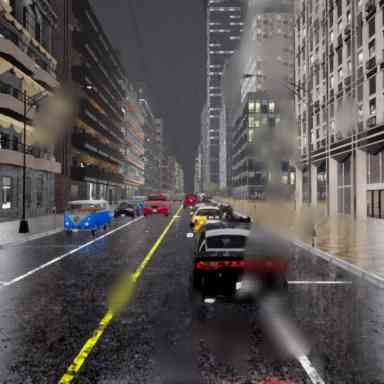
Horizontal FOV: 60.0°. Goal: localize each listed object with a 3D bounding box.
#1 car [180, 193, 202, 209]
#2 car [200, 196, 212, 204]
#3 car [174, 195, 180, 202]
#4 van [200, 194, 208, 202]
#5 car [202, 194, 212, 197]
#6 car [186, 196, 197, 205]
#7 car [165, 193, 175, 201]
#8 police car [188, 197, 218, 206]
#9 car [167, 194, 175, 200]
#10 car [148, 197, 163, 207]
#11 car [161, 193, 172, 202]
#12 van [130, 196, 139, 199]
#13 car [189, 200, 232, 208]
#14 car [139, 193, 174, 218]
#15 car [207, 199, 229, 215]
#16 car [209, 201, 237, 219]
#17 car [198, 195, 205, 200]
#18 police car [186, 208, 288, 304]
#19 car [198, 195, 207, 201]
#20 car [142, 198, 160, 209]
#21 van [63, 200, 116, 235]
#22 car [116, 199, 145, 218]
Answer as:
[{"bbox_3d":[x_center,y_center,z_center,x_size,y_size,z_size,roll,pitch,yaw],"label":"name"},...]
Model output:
[{"bbox_3d":[-0.033,1.209,45.675,2.150,2.045,5.566,0,0,1],"label":"car"},{"bbox_3d":[2.646,1.517,63.822,2.008,1.369,4.403,1,0,0],"label":"car"},{"bbox_3d":[-3.065,1.436,69.952,1.882,1.535,5.008,0,0,0],"label":"car"},{"bbox_3d":[2.649,1.292,75.218,1.690,1.788,3.998,1,0,0],"label":"van"},{"bbox_3d":[2.656,1.289,58.125,2.192,1.841,5.009,1,0,0],"label":"car"},{"bbox_3d":[-0.054,1.478,58.705,1.837,1.490,4.892,0,0,0],"label":"car"},{"bbox_3d":[-5.750,1.248,86.728,2.192,1.841,5.009,1,0,0],"label":"car"},{"bbox_3d":[0.877,1.425,24.366,1.930,1.638,5.238,0,0,0],"label":"police car"},{"bbox_3d":[-5.758,1.364,92.428,1.967,1.590,4.097,1,0,0],"label":"car"},{"bbox_3d":[-5.725,1.562,52.535,1.802,1.307,4.206,1,0,0],"label":"car"},{"bbox_3d":[-5.740,1.266,75.332,2.192,1.841,5.009,1,0,0],"label":"car"},{"bbox_3d":[-5.705,1.337,35.441,1.690,1.788,3.998,1,0,0],"label":"van"},{"bbox_3d":[0.882,1.456,18.445,1.801,1.575,5.366,0,0,0],"label":"car"},{"bbox_3d":[-3.130,1.219,30.694,2.150,2.045,5.566,0,0,0],"label":"car"},{"bbox_3d":[2.672,1.546,35.331,2.008,1.369,4.403,1,0,0],"label":"car"},{"bbox_3d":[2.677,1.549,29.634,2.008,1.369,4.403,1,0,0],"label":"car"},{"bbox_3d":[2.587,1.506,92.311,1.802,1.307,4.206,1,0,0],"label":"car"},{"bbox_3d":[0.891,1.427,8.363,1.930,1.638,5.238,0,0,0],"label":"police car"},{"bbox_3d":[2.606,1.509,80.916,1.947,1.339,4.313,1,0,0],"label":"car"},{"bbox_3d":[-5.719,1.537,46.838,2.008,1.369,4.403,1,0,0],"label":"car"},{"bbox_3d":[-5.690,1.342,18.343,1.690,1.788,3.998,1,0,0],"label":"van"},{"bbox_3d":[-5.704,1.564,29.744,1.947,1.339,4.313,1,0,0],"label":"car"}]
